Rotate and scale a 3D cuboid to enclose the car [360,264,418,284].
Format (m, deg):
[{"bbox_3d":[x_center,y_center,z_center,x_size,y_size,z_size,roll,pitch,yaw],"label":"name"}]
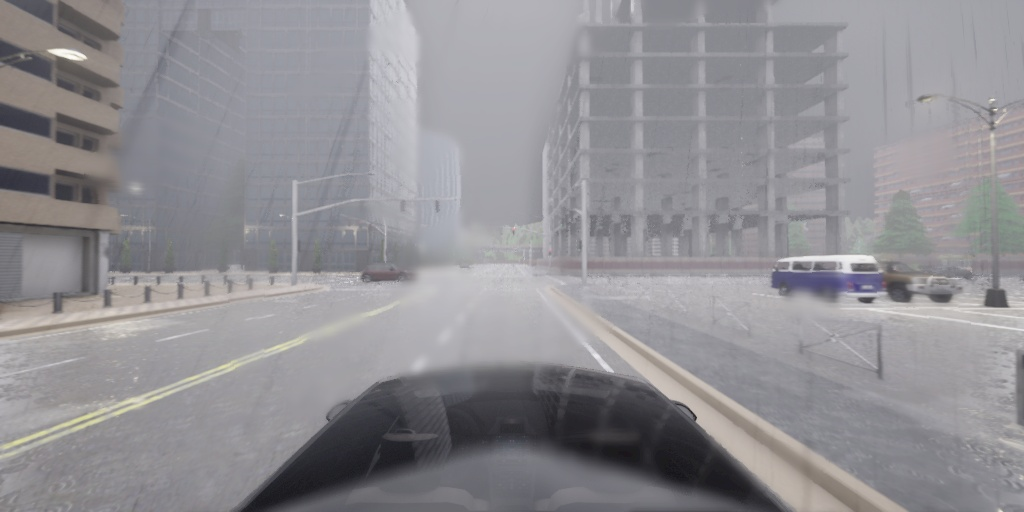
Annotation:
[{"bbox_3d":[-10.601,1.443,31.161,4.553,1.767,2.097,0,-1,-1],"label":"car"}]

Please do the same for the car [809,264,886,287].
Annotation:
[{"bbox_3d":[29.659,1.688,31.780,4.674,1.442,1.812,1,-1,0],"label":"car"}]

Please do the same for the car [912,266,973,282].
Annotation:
[{"bbox_3d":[46.873,1.775,38.835,4.181,1.385,1.994,0,-1,0],"label":"car"}]
